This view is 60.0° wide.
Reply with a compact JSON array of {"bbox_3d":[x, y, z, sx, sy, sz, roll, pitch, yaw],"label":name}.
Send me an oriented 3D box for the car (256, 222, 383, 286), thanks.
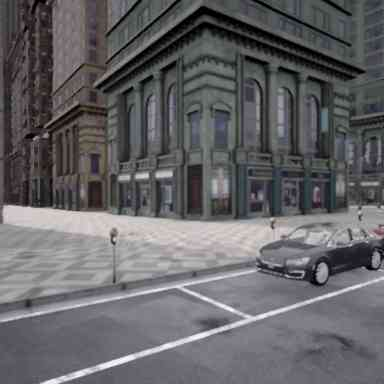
[{"bbox_3d":[3.686,1.548,9.280,4.403,1.369,2.008,0,0,-36],"label":"car"}]
